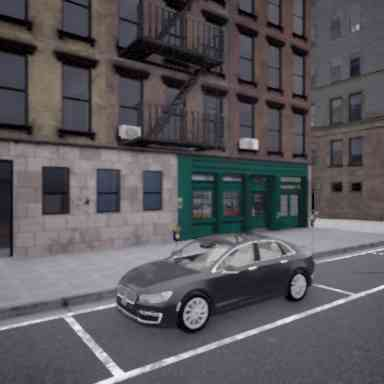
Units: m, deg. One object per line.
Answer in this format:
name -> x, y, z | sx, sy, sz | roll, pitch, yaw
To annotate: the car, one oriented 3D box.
car -> 0.679, 1.550, 6.673 | 4.403, 1.369, 2.008 | 0, 0, -36
